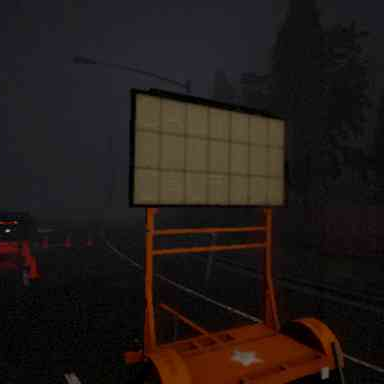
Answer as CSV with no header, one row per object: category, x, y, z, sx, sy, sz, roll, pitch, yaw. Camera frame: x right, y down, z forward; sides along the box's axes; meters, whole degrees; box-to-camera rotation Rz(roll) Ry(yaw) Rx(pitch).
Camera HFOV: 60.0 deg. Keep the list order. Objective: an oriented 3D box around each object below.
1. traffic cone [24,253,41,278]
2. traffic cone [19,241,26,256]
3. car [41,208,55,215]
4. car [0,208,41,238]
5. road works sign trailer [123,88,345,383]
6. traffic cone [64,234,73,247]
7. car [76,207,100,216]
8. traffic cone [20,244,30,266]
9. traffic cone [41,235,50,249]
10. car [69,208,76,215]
traffic cone,-4.612,2.173,9.695,0.340,0.580,0.340,2,-2,-30
traffic cone,-6.618,2.241,13.154,0.340,0.580,0.340,2,-2,-30
car,-25.743,3.379,57.800,1.895,1.301,4.718,0,-3,4
car,-10.830,1.945,20.533,1.837,1.490,4.892,0,-2,-18
road works sign trailer,0.209,0.607,4.425,2.380,3.560,2.880,2,-2,-30
traffic cone,-5.892,2.319,15.887,0.340,0.580,0.340,1,-2,-30
car,-15.396,2.993,50.430,1.895,1.301,4.718,0,-3,0
traffic cone,-5.615,2.207,11.423,0.340,0.580,0.340,2,-2,-30
traffic cone,-6.757,2.297,15.387,0.340,0.580,0.340,1,-2,-30
car,-21.681,3.672,63.664,1.812,1.442,4.674,0,-4,7
